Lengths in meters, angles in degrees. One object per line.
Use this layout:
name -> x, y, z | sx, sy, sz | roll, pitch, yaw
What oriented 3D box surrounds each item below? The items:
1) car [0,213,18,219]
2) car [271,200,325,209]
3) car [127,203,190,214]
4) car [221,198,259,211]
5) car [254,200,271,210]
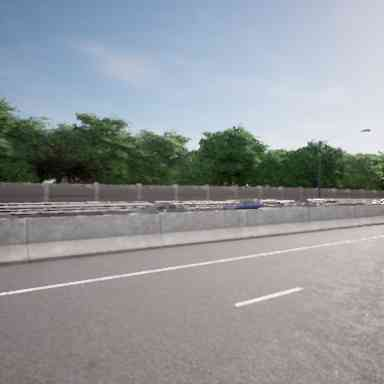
car -> -9.971, 1.493, 14.074 | 4.902, 1.511, 2.128 | 0, 0, -35
car -> 9.163, 1.446, 27.628 | 4.553, 1.767, 2.097 | 0, 0, -35
car -> -2.327, 1.557, 23.807 | 4.892, 1.490, 1.837 | 1, -1, -35
car -> 5.098, 1.446, 33.326 | 4.553, 1.767, 2.097 | 0, 0, -35
car -> 8.490, 1.702, 31.420 | 4.718, 1.301, 1.895 | 0, 0, -35
